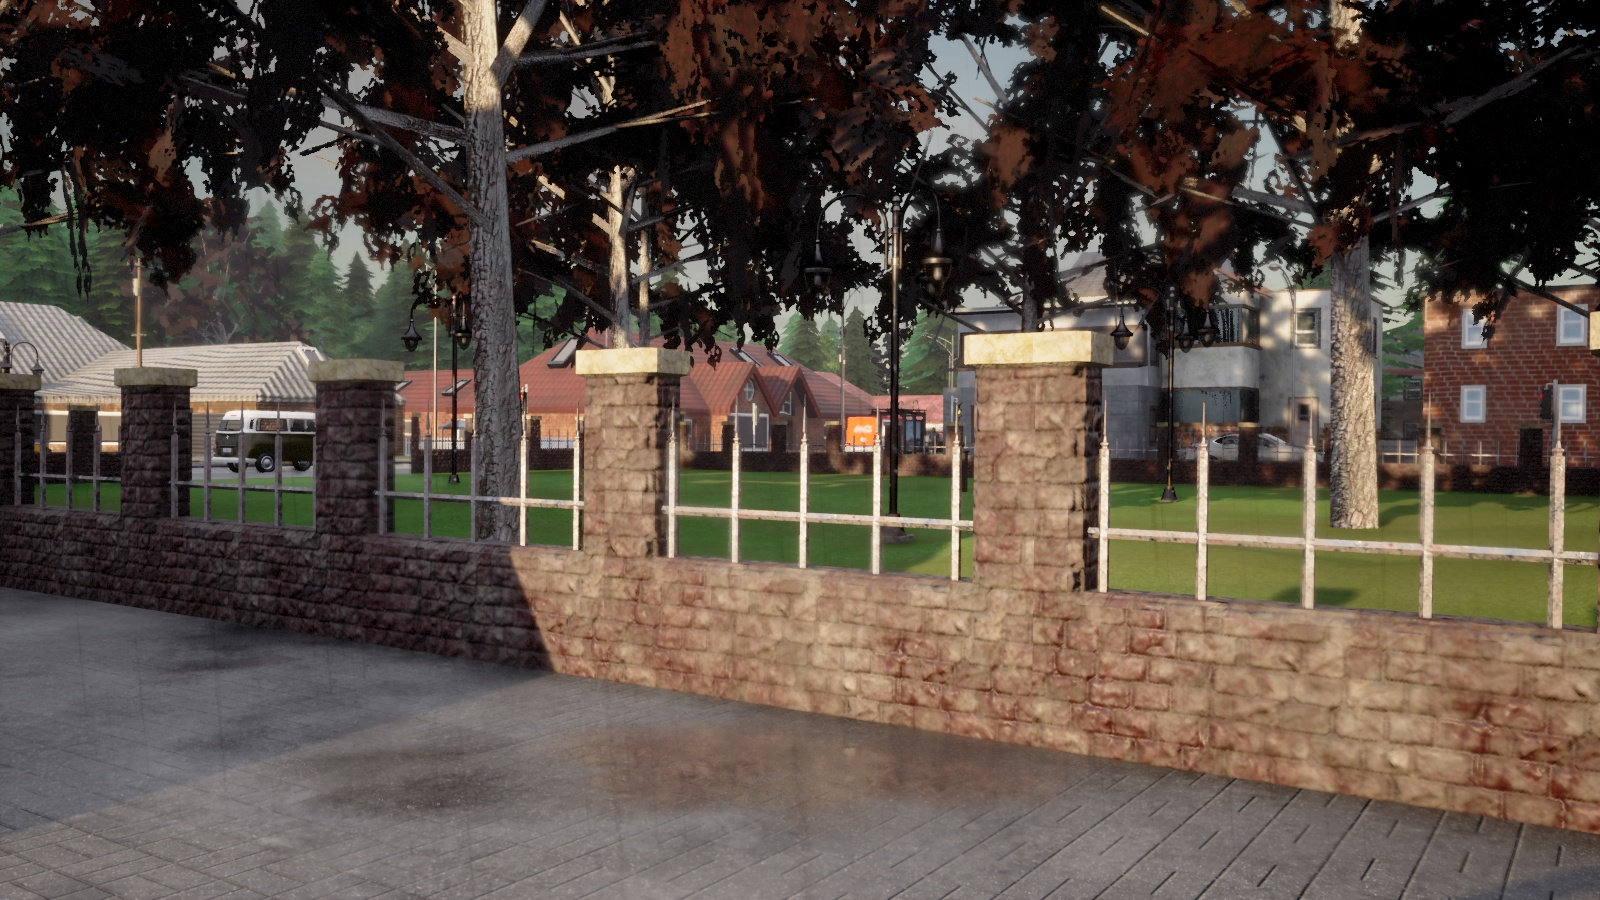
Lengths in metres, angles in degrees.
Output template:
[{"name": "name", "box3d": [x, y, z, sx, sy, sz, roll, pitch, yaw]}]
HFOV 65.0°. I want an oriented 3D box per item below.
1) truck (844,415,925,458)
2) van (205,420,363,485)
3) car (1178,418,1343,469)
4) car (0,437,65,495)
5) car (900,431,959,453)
[{"name": "truck", "box3d": [5.132, -0.832, 75.481, 2.627, 2.467, 5.204, 0, 1, 34]}, {"name": "van", "box3d": [-17.129, 0.038, 41.871, 2.069, 2.038, 4.480, 0, 1, 32]}, {"name": "car", "box3d": [15.818, -0.223, 43.176, 5.027, 1.651, 2.152, 0, 1, 31]}, {"name": "car", "box3d": [-22.672, 0.457, 33.476, 1.882, 1.535, 5.008, 0, 1, 32]}, {"name": "car", "box3d": [9.185, -0.564, 88.792, 2.163, 1.488, 4.792, 0, 1, 34]}]
